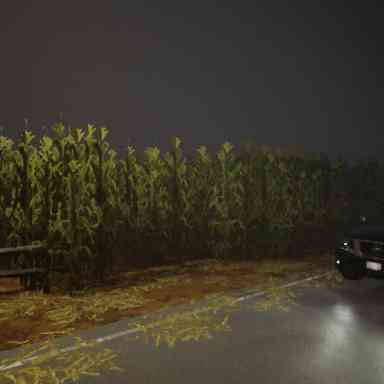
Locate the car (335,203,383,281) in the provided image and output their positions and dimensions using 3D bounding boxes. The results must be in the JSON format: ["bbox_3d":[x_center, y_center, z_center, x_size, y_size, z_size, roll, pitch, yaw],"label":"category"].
[{"bbox_3d":[6.085,1.217,8.926,5.566,2.045,2.150,-1,1,-39],"label":"car"}]
